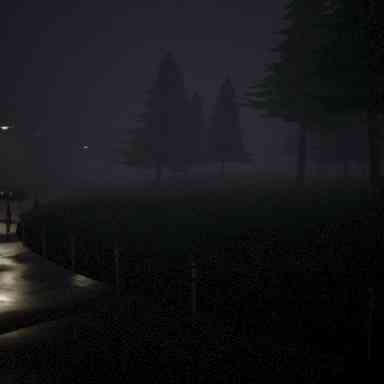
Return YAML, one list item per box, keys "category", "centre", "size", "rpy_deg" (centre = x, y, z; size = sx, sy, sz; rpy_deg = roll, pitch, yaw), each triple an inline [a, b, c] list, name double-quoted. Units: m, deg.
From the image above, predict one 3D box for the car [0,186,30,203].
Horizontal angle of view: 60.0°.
- category: "car"
  centre: [-19.734, 0.093, 36.663]
  size: [2.097, 1.767, 4.553]
  rpy_deg: [4, 3, -4]
